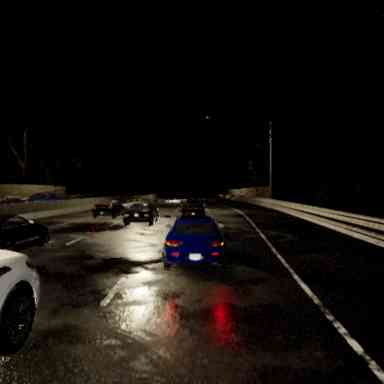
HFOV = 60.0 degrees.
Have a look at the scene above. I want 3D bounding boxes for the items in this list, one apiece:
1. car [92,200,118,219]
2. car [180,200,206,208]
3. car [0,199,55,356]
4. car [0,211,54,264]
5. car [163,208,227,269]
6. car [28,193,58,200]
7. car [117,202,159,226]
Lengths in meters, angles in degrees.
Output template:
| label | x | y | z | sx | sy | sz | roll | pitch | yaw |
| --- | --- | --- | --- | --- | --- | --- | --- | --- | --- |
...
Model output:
| label | x | y | z | sx | sy | sz | roll | pitch | yaw |
| --- | --- | --- | --- | --- | --- | --- | --- | --- | --- |
| car | -6.907 | 1.406 | 27.897 | 2.128 | 1.511 | 4.902 | 0 | 0 | 0 |
| car | 0.092 | 1.420 | 27.925 | 1.837 | 1.490 | 4.892 | 0 | 0 | 0 |
| car | -3.450 | 1.215 | 2.878 | 2.150 | 2.045 | 5.566 | 0 | 1 | 0 |
| car | -6.909 | 1.524 | 12.148 | 1.994 | 1.385 | 4.181 | 0 | 0 | 0 |
| car | 0.089 | 1.490 | 10.885 | 1.812 | 1.442 | 4.674 | 0 | 0 | 0 |
| car | -17.589 | 1.108 | 38.924 | 2.150 | 2.045 | 5.566 | 0 | 0 | 0 |
| car | -3.414 | 1.476 | 22.935 | 2.033 | 1.411 | 5.357 | 0 | 0 | 0 |
